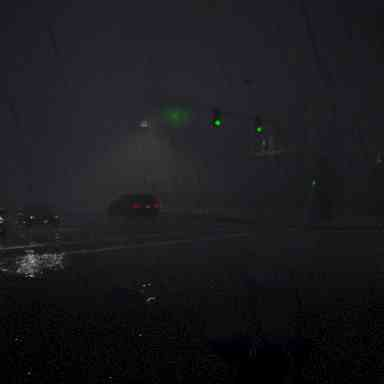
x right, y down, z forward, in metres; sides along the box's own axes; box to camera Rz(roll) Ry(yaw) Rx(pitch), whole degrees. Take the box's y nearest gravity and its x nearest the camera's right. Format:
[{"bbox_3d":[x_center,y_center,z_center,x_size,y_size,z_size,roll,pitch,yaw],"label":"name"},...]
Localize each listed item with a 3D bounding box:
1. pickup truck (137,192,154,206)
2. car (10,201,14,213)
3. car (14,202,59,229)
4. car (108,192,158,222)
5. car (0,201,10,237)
[{"bbox_3d":[-7.194,0.997,52.169,2.390,2.098,6.274,0,0,-6],"label":"pickup truck"},{"bbox_3d":[-18.157,1.590,32.884,1.895,1.301,4.718,0,0,-36],"label":"car"},{"bbox_3d":[-10.249,1.515,22.055,1.812,1.442,4.674,0,0,-36],"label":"car"},{"bbox_3d":[-4.775,1.193,26.562,2.150,2.045,5.566,0,0,-36],"label":"car"},{"bbox_3d":[-10.939,1.350,17.024,2.097,1.767,4.553,0,0,-36],"label":"car"}]
